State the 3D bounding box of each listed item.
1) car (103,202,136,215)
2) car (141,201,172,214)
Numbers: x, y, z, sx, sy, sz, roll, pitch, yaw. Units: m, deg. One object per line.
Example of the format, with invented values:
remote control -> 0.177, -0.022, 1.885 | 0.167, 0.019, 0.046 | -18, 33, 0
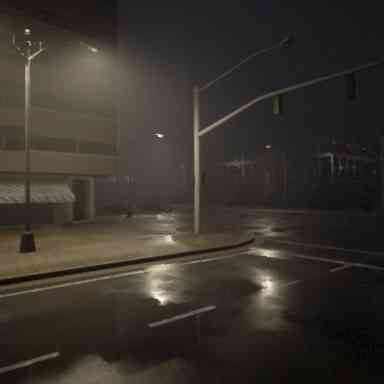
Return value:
car -> -8.124, 1.808, 37.369 | 1.895, 1.301, 4.718 | 0, 0, -40
car -> -4.151, 1.717, 38.096 | 1.812, 1.442, 4.674 | 0, 0, -40
